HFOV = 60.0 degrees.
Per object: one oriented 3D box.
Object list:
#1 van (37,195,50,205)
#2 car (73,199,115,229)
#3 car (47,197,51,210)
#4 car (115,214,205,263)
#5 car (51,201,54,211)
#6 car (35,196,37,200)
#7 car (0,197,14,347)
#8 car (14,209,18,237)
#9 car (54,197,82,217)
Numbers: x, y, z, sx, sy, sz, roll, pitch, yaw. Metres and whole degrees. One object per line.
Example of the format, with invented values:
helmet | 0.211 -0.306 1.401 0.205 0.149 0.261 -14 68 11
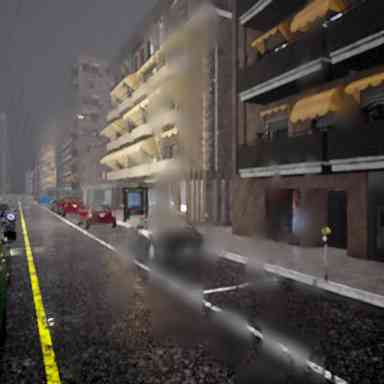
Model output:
van | -27.367 1.434 61.999 1.690 1.788 3.998 0 0 -28
car | -6.370 1.468 21.985 1.967 1.590 4.097 0 0 -28
car | -16.868 1.637 41.993 1.802 1.307 4.206 0 0 -28
car | -1.121 1.566 11.982 2.008 1.369 4.403 0 0 -28
car | -14.244 1.630 36.991 1.802 1.307 4.206 0 0 -28
car | -29.991 1.669 67.001 1.947 1.339 4.313 0 0 -28
car | -4.511 1.227 5.980 2.150 2.045 5.566 0 0 -28
car | -11.557 1.374 19.641 2.097 1.767 4.553 0 0 -28
car | -11.618 1.357 31.990 2.192 1.841 5.009 0 0 -28
